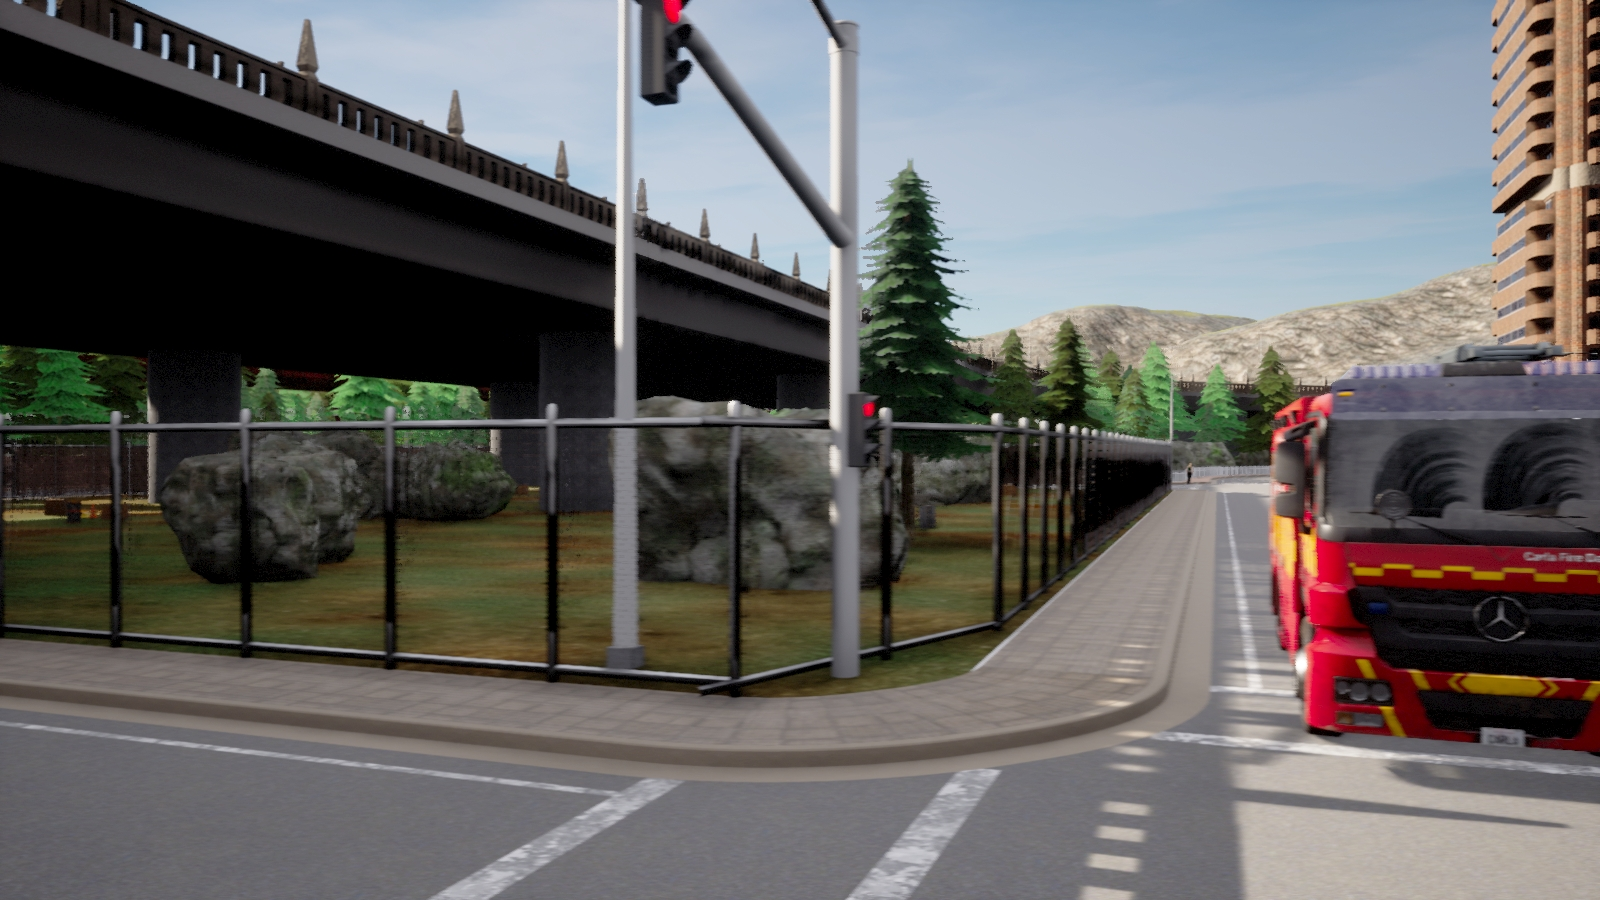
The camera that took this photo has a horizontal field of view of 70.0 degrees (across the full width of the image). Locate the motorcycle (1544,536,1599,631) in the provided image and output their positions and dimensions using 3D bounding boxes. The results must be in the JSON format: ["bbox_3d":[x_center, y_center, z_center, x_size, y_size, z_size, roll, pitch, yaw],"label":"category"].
[{"bbox_3d":[12.789,2.124,18.468,0.764,1.277,2.356,0,0,20],"label":"motorcycle"}]

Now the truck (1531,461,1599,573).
[{"bbox_3d":[19.917,1.526,27.658,2.627,2.467,5.204,0,0,19],"label":"truck"}]

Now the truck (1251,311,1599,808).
[{"bbox_3d":[6.823,0.846,13.071,2.891,3.827,8.468,0,0,20],"label":"truck"}]
